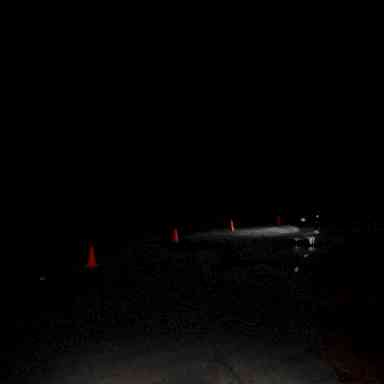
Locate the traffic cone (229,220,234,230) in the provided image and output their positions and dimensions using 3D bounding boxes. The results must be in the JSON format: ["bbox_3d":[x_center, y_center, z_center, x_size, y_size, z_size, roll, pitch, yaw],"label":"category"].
[{"bbox_3d":[2.297,1.932,19.421,0.340,0.580,0.340,1,0,39],"label":"traffic cone"}]

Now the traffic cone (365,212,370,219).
[{"bbox_3d":[15.371,2.034,29.012,0.340,0.580,0.340,1,0,-21],"label":"traffic cone"}]

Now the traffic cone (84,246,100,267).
[{"bbox_3d":[-2.998,1.912,9.947,0.340,0.580,0.340,0,0,20],"label":"traffic cone"}]

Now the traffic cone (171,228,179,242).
[{"bbox_3d":[-0.751,1.915,14.895,0.340,0.580,0.340,0,0,29],"label":"traffic cone"}]

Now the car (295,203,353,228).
[{"bbox_3d":[9.060,1.524,22.687,4.902,1.511,2.128,0,0,-36],"label":"car"}]
